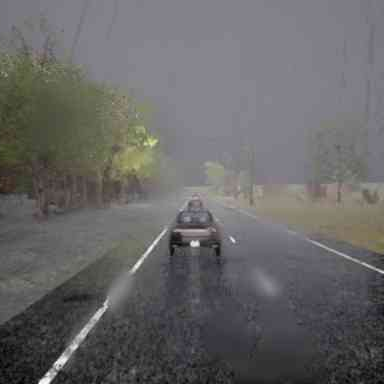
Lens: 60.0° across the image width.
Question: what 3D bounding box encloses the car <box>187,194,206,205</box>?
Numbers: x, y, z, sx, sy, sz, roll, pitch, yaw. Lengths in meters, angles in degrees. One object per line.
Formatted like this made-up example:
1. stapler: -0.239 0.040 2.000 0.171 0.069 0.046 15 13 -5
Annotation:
1. car: 0.447 1.439 43.079 2.128 1.511 4.902 0 0 1

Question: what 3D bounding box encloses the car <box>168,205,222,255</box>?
1. car: 0.118 1.479 13.194 2.128 1.511 4.902 0 0 1
